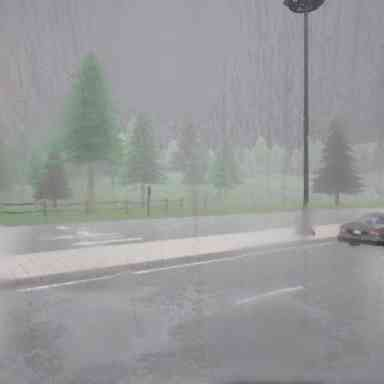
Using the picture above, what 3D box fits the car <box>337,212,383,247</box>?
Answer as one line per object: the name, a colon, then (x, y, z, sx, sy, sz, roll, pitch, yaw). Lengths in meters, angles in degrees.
car: (8.296, 1.560, 13.937, 5.357, 1.411, 2.033, 0, 0, -34)
